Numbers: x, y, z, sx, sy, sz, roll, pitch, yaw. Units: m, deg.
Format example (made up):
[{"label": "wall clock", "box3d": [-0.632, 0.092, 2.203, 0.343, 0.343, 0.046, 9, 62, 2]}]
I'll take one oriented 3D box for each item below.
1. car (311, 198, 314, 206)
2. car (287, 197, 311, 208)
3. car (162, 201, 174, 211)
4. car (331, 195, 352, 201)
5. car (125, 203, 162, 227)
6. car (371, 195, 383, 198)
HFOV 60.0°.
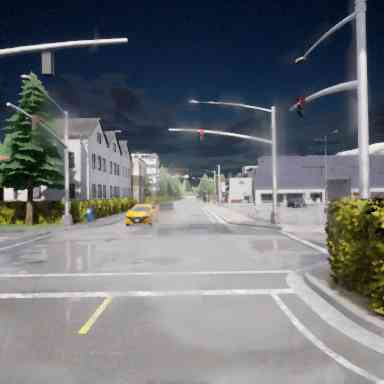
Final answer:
[{"label": "car", "box3d": [19.075, 1.572, 56.206, 1.970, 1.475, 3.806, -1, -1, 0]}, {"label": "car", "box3d": [15.429, 1.628, 49.148, 2.007, 1.523, 4.514, -1, -1, 0]}, {"label": "car", "box3d": [-3.582, 1.963, 47.257, 2.033, 1.411, 5.357, -1, -1, 0]}, {"label": "car", "box3d": [25.489, 1.398, 56.545, 2.152, 1.636, 5.027, -1, -1, 0]}, {"label": "car", "box3d": [-3.663, 1.686, 24.989, 1.882, 1.535, 5.008, -1, -1, 1]}, {"label": "car", "box3d": [19.120, 1.183, 31.280, 1.905, 1.878, 3.866, -1, -1, 0]}]
